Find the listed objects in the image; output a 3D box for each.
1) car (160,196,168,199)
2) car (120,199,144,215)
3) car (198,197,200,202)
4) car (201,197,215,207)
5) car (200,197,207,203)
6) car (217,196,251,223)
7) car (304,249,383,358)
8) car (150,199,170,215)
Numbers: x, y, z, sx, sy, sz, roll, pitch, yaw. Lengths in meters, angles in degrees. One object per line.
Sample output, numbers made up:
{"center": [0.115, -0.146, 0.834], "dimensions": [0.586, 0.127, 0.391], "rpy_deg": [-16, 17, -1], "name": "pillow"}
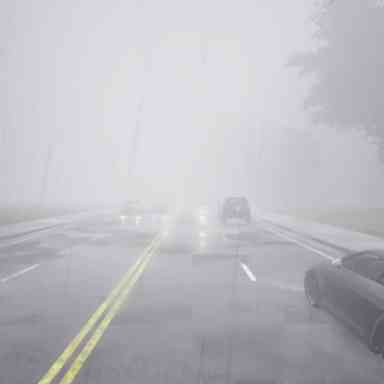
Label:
{"center": [-6.563, 1.785, 78.422], "dimensions": [1.812, 1.442, 4.674], "rpy_deg": [0, -1, 0], "name": "car"}
{"center": [-6.620, 1.560, 37.086], "dimensions": [2.097, 1.767, 4.553], "rpy_deg": [0, 0, 0], "name": "car"}
{"center": [3.184, 2.101, 83.119], "dimensions": [1.882, 1.535, 5.008], "rpy_deg": [0, -1, 0], "name": "car"}
{"center": [3.201, 1.896, 61.145], "dimensions": [2.163, 1.488, 4.792], "rpy_deg": [0, -1, 0], "name": "car"}
{"center": [3.175, 2.215, 94.311], "dimensions": [1.801, 1.575, 5.366], "rpy_deg": [0, -1, 0], "name": "car"}
{"center": [3.328, 1.368, 26.917], "dimensions": [2.150, 2.045, 5.566], "rpy_deg": [0, 0, 0], "name": "car"}
{"center": [3.346, 1.592, 5.334], "dimensions": [1.994, 1.385, 4.181], "rpy_deg": [0, 0, 0], "name": "car"}
{"center": [-3.376, 1.751, 36.218], "dimensions": [2.033, 1.411, 5.357], "rpy_deg": [0, 0, 0], "name": "car"}
